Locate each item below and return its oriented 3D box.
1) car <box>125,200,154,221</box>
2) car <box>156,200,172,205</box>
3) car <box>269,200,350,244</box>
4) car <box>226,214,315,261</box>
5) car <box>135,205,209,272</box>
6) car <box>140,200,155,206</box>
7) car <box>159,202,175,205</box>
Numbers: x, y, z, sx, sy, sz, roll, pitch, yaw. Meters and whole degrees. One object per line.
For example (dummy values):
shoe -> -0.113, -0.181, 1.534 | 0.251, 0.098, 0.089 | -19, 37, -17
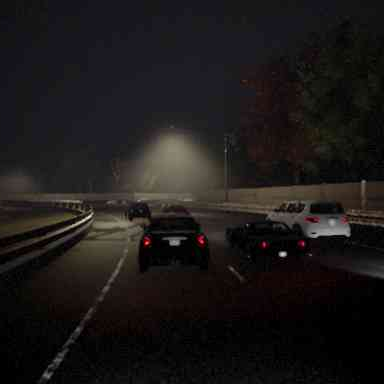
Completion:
car -> -5.264, 1.783, 32.175 | 2.097, 1.767, 4.553 | 0, -1, -18
car -> -4.015, 1.985, 48.843 | 2.097, 1.767, 4.553 | 0, -1, -21
car -> 5.631, 1.406, 16.950 | 2.150, 2.045, 5.566 | 0, -1, -9
car -> 2.665, 1.751, 12.995 | 1.895, 1.301, 4.718 | 0, -1, -7
car -> -0.728, 1.503, 11.646 | 2.097, 1.767, 4.553 | 0, -1, -6
car -> -11.286, 2.654, 84.264 | 2.033, 1.411, 5.357 | 0, -1, 13
car -> -1.536, 1.974, 32.049 | 1.994, 1.385, 4.181 | 0, -1, -17
